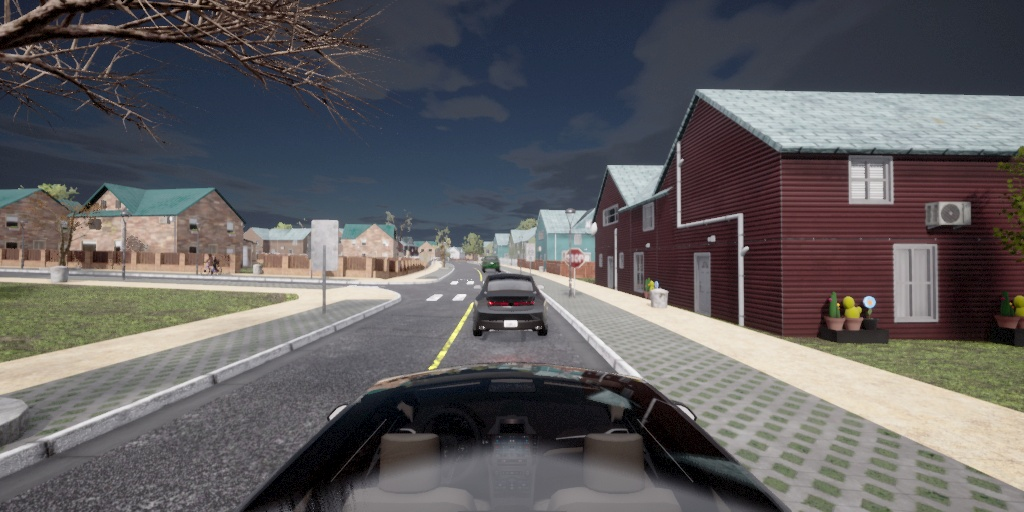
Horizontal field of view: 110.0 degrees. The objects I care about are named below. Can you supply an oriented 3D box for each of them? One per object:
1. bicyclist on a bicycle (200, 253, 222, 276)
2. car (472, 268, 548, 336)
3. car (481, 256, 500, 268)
[{"bbox_3d":[-22.059,0.630,26.330,0.582,1.620,1.656,1,0,8],"label":"bicyclist on a bicycle"},{"bbox_3d":[-0.080,1.256,10.368,1.837,1.490,4.892,0,0,-1],"label":"car"},{"bbox_3d":[-2.770,0.976,45.821,2.150,2.045,5.566,0,0,-7],"label":"car"}]
